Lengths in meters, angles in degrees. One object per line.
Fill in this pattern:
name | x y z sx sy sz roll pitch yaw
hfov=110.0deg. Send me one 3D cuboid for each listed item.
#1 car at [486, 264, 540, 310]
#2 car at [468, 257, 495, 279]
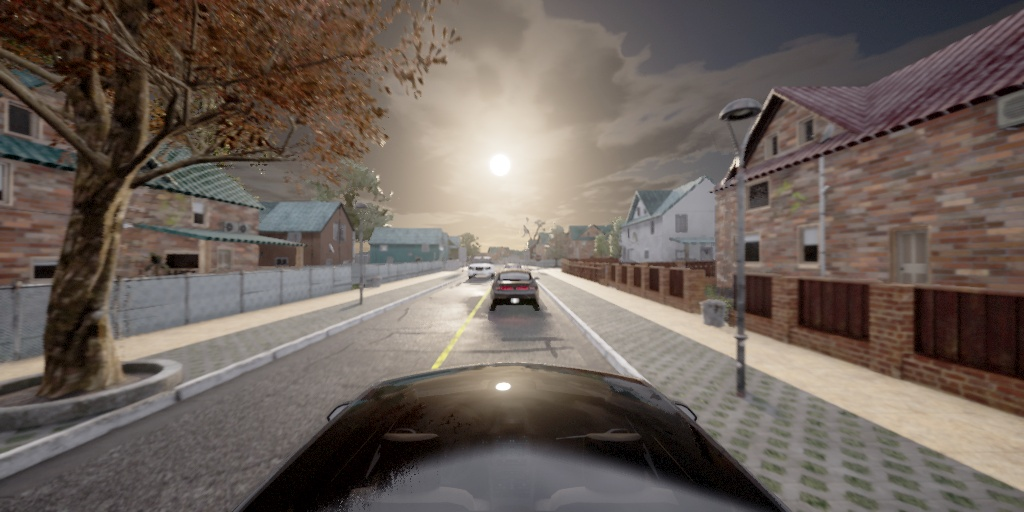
car | 0.100 1.285 14.889 1.837 1.490 4.892 0 0 0
car | -2.824 1.082 33.860 2.150 2.045 5.566 0 0 0
